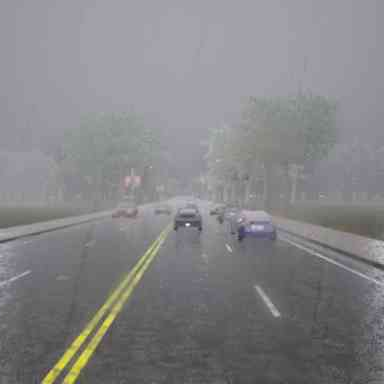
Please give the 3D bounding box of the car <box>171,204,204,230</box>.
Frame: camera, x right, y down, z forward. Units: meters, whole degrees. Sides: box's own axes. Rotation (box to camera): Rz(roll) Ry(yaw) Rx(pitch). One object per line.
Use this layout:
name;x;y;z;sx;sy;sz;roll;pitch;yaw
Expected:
car;-0.220;1.834;23.508;1.837;1.490;4.892;0;0;1

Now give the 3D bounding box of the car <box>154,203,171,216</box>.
car;-3.444;2.066;40.253;1.837;1.490;4.892;0;-1;0

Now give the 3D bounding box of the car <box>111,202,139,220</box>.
car;-6.669;1.821;33.627;2.097;1.767;4.553;0;-1;0

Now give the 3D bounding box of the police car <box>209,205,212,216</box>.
police car;3.155;2.063;40.137;2.038;1.542;4.974;0;-1;0

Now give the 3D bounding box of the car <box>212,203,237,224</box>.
car;3.197;1.837;29.133;2.033;1.649;4.856;0;-1;0

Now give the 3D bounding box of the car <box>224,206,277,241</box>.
car;3.227;1.757;18.158;2.163;1.488;4.792;0;-1;0

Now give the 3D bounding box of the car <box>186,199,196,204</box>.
car;-0.130;2.365;60.408;1.812;1.442;4.674;0;-1;-1

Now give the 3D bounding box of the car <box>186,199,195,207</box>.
car;-0.314;2.398;75.430;2.097;1.767;4.553;0;-1;0
